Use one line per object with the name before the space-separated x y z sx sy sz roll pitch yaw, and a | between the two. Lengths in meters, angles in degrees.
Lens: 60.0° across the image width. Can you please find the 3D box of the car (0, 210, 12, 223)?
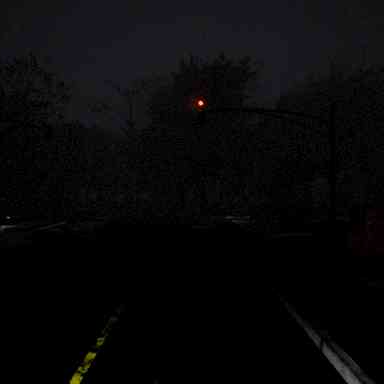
car | -14.901 1.472 22.823 4.674 1.442 1.812 0 0 0

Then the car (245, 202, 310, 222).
car | 6.586 1.632 26.019 4.718 1.301 1.895 0 0 -5
